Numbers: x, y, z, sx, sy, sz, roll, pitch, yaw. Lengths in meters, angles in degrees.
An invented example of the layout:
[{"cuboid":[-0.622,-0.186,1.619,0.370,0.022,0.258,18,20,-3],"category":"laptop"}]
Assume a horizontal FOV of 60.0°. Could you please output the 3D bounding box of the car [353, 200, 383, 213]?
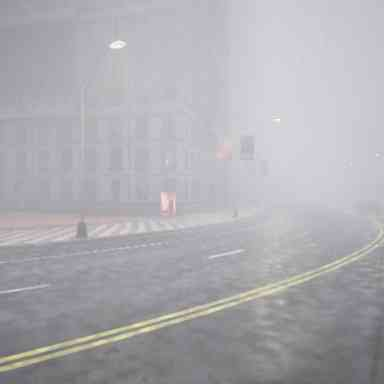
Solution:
[{"cuboid":[19.019,1.531,36.235,2.033,1.411,5.357,0,0,15],"category":"car"}]
